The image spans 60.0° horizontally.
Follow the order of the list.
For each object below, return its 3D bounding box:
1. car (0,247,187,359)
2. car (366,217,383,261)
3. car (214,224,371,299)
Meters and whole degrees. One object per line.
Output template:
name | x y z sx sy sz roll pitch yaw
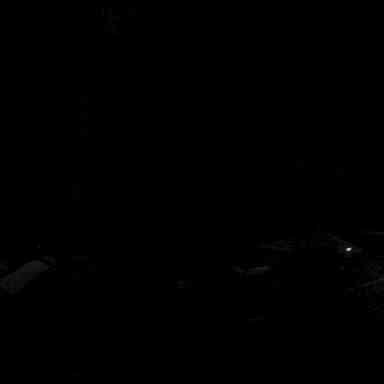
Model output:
car | -2.022 1.585 5.209 4.206 1.307 1.802 0 0 -36
car | 7.017 1.561 11.662 4.507 1.381 1.887 0 0 -36
car | 2.496 1.596 8.434 4.206 1.307 1.802 0 0 -36
